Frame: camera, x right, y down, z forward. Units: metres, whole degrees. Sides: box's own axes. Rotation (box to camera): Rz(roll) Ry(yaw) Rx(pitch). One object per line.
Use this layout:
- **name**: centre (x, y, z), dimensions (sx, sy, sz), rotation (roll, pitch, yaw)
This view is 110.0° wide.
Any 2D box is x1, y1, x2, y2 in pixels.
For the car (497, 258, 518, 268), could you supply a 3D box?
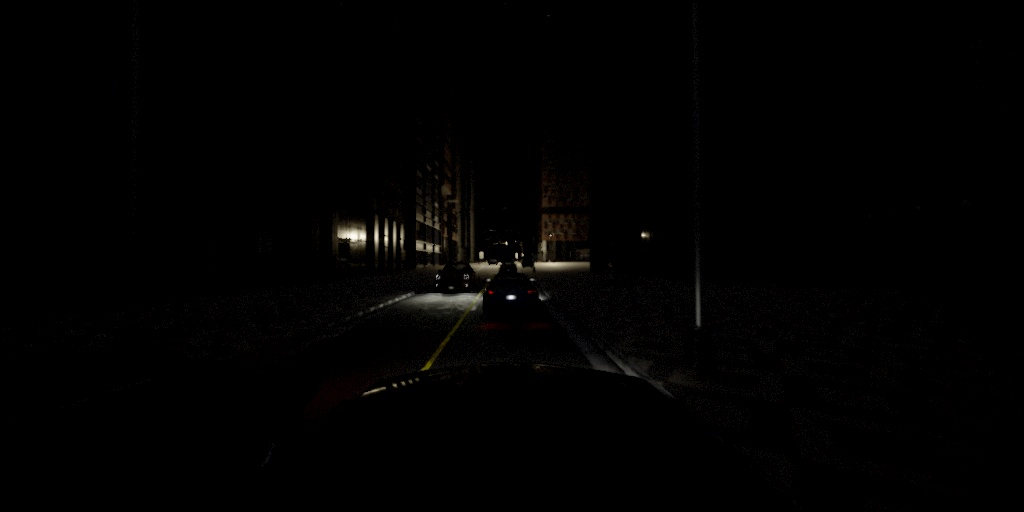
- **car**: centre (-0.405, 1.299, 39.093), dimensions (1.882, 1.535, 5.008), rotation (0, 0, -1)

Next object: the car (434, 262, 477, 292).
- **car**: centre (-3.341, 1.155, 21.768), dimensions (2.097, 1.767, 4.553), rotation (0, 0, -1)

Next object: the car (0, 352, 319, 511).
- **car**: centre (-3.079, 1.367, 1.800), dimensions (1.895, 1.301, 4.718), rotation (0, 0, -1)

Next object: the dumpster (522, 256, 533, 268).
- **dumpster**: centre (2.414, 1.239, 57.133), dimensions (1.020, 1.700, 1.940), rotation (0, 0, -1)

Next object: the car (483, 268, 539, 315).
- **car**: centre (-0.052, 1.337, 13.825), dimensions (1.994, 1.385, 4.181), rotation (0, 0, -1)
